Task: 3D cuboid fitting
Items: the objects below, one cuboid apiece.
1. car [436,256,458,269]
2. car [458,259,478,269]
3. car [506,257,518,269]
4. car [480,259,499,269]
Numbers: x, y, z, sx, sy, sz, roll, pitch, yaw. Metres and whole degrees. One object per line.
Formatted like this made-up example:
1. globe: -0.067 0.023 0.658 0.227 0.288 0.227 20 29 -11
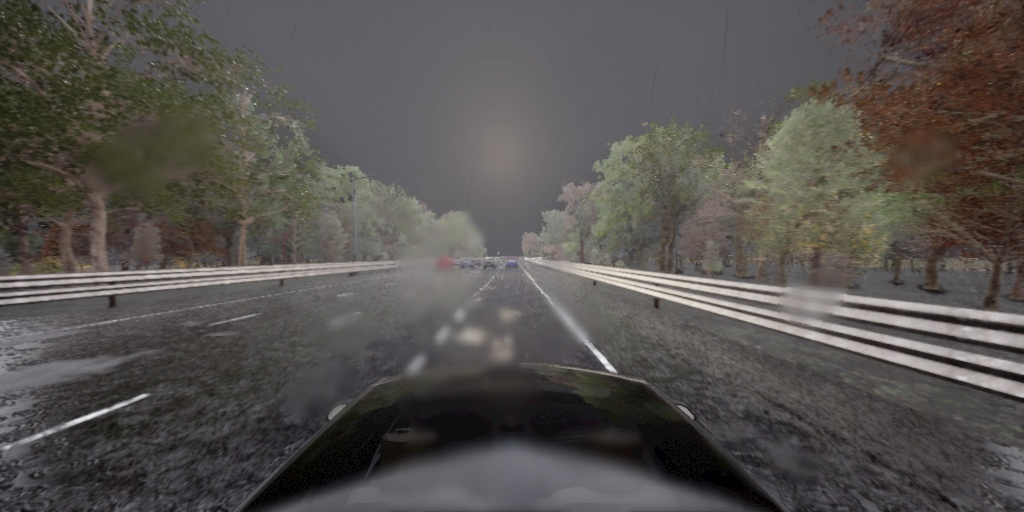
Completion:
1. car: -10.500 1.026 56.943 2.150 2.045 5.566 0 0 0
2. car: -7.000 1.315 57.329 1.812 1.442 4.674 0 0 0
3. car: 0.000 1.265 56.912 1.882 1.535 5.008 0 0 0
4. car: -3.500 1.296 56.911 1.837 1.490 4.892 0 0 0
